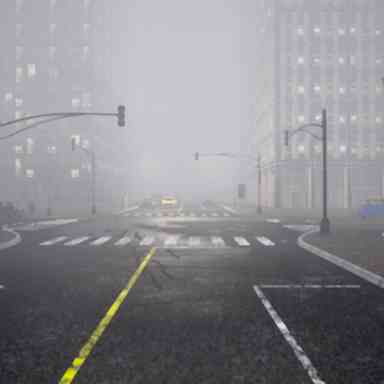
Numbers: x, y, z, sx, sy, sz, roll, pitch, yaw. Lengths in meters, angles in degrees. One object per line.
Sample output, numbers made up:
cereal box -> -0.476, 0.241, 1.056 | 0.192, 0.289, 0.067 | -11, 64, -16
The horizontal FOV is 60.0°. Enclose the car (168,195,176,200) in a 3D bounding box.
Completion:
car -> -5.686, 1.463, 93.752 | 1.887, 1.381, 4.507 | 1, 0, 0

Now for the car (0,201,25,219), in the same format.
car -> -16.494, 1.473, 28.154 | 4.097, 1.590, 1.967 | 0, -1, 0

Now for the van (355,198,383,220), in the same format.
van -> 15.980, 1.428, 28.086 | 3.998, 1.788, 1.690 | 0, -1, 0

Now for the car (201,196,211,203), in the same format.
car -> 2.698, 1.467, 66.114 | 1.752, 1.417, 4.829 | 1, 0, 0

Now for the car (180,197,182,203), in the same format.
car -> -3.009, 1.420, 65.093 | 1.882, 1.535, 5.008 | 0, 0, 0

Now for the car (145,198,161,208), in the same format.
car -> -5.682, 1.538, 49.151 | 1.802, 1.307, 4.206 | 1, 0, 0

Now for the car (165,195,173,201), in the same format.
car -> -5.685, 1.473, 82.601 | 1.887, 1.381, 4.507 | 1, 0, 0

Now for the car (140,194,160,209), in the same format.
car -> -5.679, 1.401, 43.575 | 1.967, 1.590, 4.097 | 1, 0, 0

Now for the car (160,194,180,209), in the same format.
car -> -3.086, 1.437, 45.466 | 1.882, 1.535, 5.008 | 0, 0, 0

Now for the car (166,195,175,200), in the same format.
car -> -5.685, 1.474, 88.177 | 2.008, 1.369, 4.403 | 1, 0, 0

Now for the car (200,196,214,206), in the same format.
car -> 2.697, 1.534, 54.789 | 1.802, 1.307, 4.206 | 1, 0, 0

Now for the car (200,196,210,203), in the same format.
car -> 2.696, 1.503, 71.521 | 1.947, 1.339, 4.313 | 1, 0, 0
